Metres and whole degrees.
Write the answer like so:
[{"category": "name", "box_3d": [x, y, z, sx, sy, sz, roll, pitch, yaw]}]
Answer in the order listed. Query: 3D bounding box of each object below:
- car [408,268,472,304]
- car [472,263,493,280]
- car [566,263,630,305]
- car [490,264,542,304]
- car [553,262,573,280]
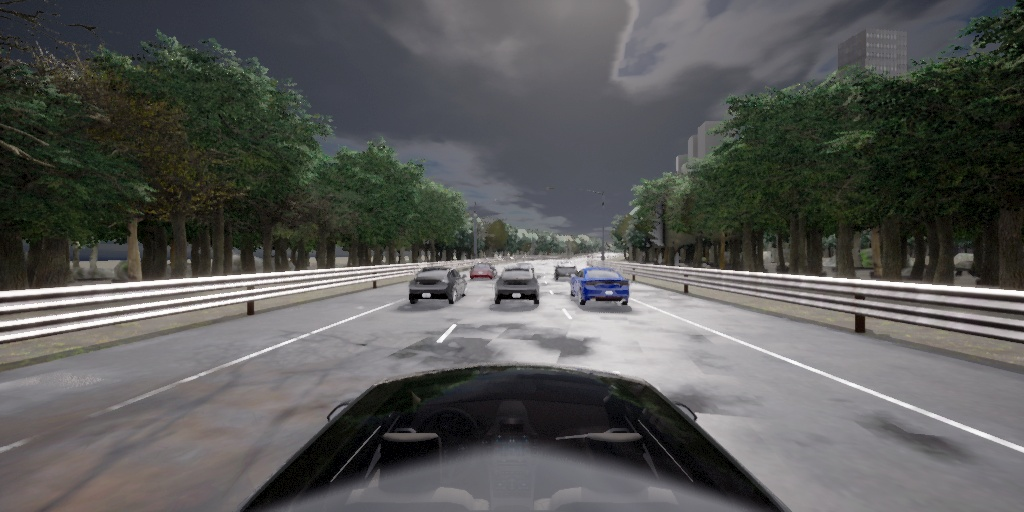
[{"category": "car", "box_3d": [-3.232, 1.267, 16.305, 1.837, 1.490, 4.892, 0, 0, 2]}, {"category": "car", "box_3d": [-2.419, 1.324, 31.218, 1.994, 1.385, 4.181, 0, 0, 4]}, {"category": "car", "box_3d": [3.763, 1.235, 16.051, 1.882, 1.535, 5.008, 0, 0, 2]}, {"category": "car", "box_3d": [0.266, 1.267, 16.178, 1.837, 1.490, 4.892, 0, 0, 2]}, {"category": "car", "box_3d": [4.563, 1.246, 30.709, 2.128, 1.511, 4.902, 0, 0, 4]}]
